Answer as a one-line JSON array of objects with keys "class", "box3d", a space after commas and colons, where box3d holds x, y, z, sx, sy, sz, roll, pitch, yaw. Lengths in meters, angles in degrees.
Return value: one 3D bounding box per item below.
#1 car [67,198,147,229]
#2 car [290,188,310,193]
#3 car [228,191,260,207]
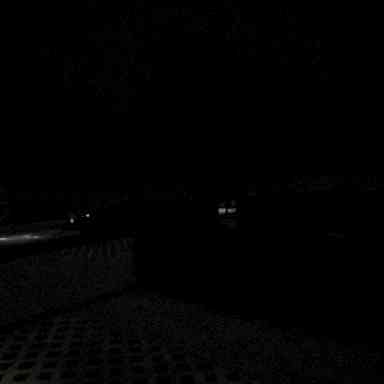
[{"class": "car", "box3d": [-4.632, 1.128, 18.751, 2.128, 1.511, 4.902, 0, 2, 35]}, {"class": "car", "box3d": [14.943, 0.217, 46.082, 2.033, 1.411, 5.357, 0, 2, 35]}, {"class": "car", "box3d": [5.119, 0.695, 32.442, 2.128, 1.511, 4.902, 0, 2, 36]}]
